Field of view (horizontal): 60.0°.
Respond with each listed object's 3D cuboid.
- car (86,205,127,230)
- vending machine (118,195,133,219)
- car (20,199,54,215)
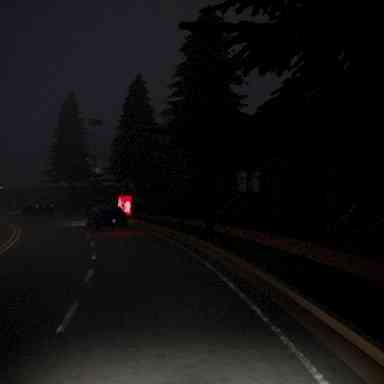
[{"bbox_3d":[-5.696,1.562,21.811,1.882,1.535,5.008,0,0,-26],"label":"car"},{"bbox_3d":[-6.034,1.303,30.190,1.100,2.100,0.880,0,0,-35],"label":"vending machine"},{"bbox_3d":[-17.068,1.529,36.425,4.553,1.767,2.097,0,0,42],"label":"car"}]
